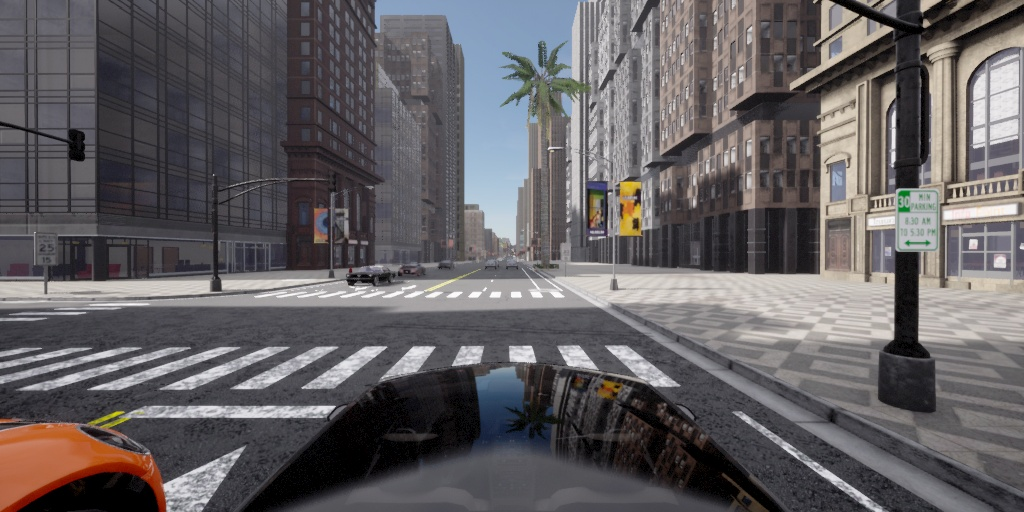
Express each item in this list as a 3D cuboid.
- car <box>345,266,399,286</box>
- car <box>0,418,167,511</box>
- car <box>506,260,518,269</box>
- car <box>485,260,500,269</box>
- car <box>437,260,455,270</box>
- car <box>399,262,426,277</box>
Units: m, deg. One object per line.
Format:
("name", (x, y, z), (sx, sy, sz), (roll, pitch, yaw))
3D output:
("car", (-9.840, 1.356, 25.262), (1.895, 1.301, 4.718), (0, 0, 0))
("car", (-3.150, 1.102, 0.256), (2.097, 1.767, 4.553), (0, 0, 0))
("car", (0.024, 1.335, 55.734), (2.033, 1.411, 5.357), (0, 0, 0))
("car", (-3.226, 1.335, 55.736), (2.033, 1.411, 5.357), (0, 0, 0))
("car", (-9.789, 1.331, 53.739), (2.033, 1.411, 5.357), (0, 0, 1))
("car", (-9.841, 1.324, 35.387), (1.994, 1.385, 4.181), (0, 0, -1))
